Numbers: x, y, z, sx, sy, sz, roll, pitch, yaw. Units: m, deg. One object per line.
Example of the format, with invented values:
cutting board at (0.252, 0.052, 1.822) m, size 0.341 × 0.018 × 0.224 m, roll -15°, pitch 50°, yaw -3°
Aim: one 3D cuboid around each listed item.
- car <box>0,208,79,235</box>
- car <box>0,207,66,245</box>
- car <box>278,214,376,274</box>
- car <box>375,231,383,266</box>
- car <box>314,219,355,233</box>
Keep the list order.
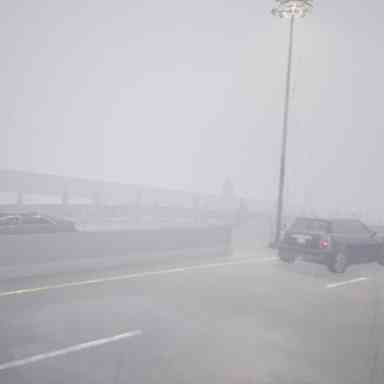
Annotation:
car at (-6.678, 1.508, 12.125) m, size 4.902 × 1.511 × 2.128 m, roll 1°, pitch -1°, yaw -35°
car at (-8.539, 1.510, 15.098) m, size 4.902 × 1.511 × 2.128 m, roll 1°, pitch -1°, yaw -35°
car at (5.180, 1.657, 11.741) m, size 4.553 × 1.767 × 2.097 m, roll 3°, pitch -2°, yaw -35°
car at (7.163, 1.655, 8.856) m, size 4.553 × 1.767 × 2.097 m, roll 3°, pitch -2°, yaw -35°
car at (15.827, 3.752, 36.775) m, size 4.718 × 1.301 × 1.895 m, roll 6°, pitch -4°, yaw -35°
